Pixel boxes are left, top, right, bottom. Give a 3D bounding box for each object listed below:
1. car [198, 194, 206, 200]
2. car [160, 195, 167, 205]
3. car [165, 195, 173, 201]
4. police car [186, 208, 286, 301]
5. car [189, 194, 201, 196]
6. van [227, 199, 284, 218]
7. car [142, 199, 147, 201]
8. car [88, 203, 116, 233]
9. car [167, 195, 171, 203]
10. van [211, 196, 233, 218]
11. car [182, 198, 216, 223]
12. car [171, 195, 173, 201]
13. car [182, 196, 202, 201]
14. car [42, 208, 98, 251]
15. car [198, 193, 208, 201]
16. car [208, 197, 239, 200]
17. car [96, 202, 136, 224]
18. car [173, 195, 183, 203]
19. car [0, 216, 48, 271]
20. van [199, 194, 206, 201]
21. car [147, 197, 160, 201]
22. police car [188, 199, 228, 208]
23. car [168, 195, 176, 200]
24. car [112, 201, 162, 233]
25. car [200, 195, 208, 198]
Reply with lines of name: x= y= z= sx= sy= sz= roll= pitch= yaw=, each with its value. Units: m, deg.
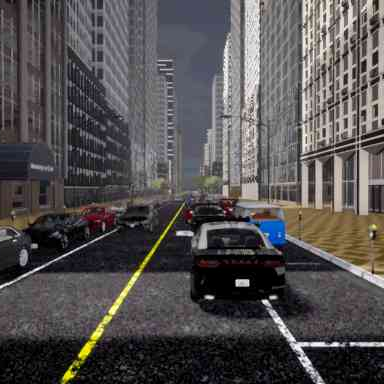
car: x=2.729 y=1.414 z=93.647 sx=1.967 sy=1.590 sz=4.097 roll=-1 pitch=0 yaw=0
car: x=-5.671 y=1.538 z=53.865 sx=2.008 sy=1.369 sz=4.403 roll=-1 pitch=0 yaw=0
car: x=-5.656 y=1.504 z=82.114 sx=1.752 sy=1.417 sz=4.829 roll=-1 pitch=0 yaw=0
police car: x=0.903 y=1.423 z=8.532 sx=1.930 sy=1.638 sz=5.238 roll=0 pitch=0 yaw=0
car: x=0.030 y=1.337 z=59.406 sx=2.097 sy=1.767 sz=4.553 roll=0 pitch=0 yaw=0
van: x=2.687 y=1.338 z=14.076 sx=1.690 sy=1.788 sz=3.998 roll=-1 pitch=0 yaw=0
car: x=-5.682 y=1.575 z=31.131 sx=1.802 sy=1.307 sz=4.206 roll=-1 pitch=0 yaw=0
car: x=-5.688 y=1.540 z=19.764 sx=1.887 sy=1.381 sz=4.507 roll=-1 pitch=0 yaw=0
car: x=-5.665 y=1.566 z=65.232 sx=1.802 sy=1.307 sz=4.206 roll=-1 pitch=0 yaw=0
van: x=2.696 y=1.334 z=31.127 sx=1.690 sy=1.788 sz=3.998 roll=-1 pitch=0 yaw=0
car: x=0.655 y=1.472 z=24.522 sx=1.882 sy=1.535 sz=5.008 roll=0 pitch=0 yaw=7
car: x=-5.663 y=1.422 z=70.916 sx=1.967 sy=1.590 sz=4.097 roll=-1 pitch=0 yaw=0
car: x=0.039 y=1.590 z=46.005 sx=1.895 sy=1.301 sz=4.718 roll=0 pitch=0 yaw=1
car: x=-5.691 y=1.563 z=14.080 sx=1.947 sy=1.339 sz=4.313 roll=-1 pitch=0 yaw=0
car: x=2.722 y=1.293 z=82.280 sx=2.192 sy=1.841 sz=5.009 roll=-1 pitch=0 yaw=0
car: x=2.693 y=1.309 z=25.443 sx=2.192 sy=1.841 sz=5.009 roll=-1 pitch=0 yaw=0
car: x=-5.686 y=1.545 z=25.447 sx=2.008 sy=1.369 sz=4.403 roll=-1 pitch=0 yaw=0
car: x=-2.963 y=1.583 z=71.114 sx=1.895 sy=1.301 sz=4.718 roll=0 pitch=0 yaw=0
car: x=-5.694 y=1.549 z=8.396 sx=2.008 sy=1.369 sz=4.403 roll=-1 pitch=0 yaw=0
van: x=2.725 y=1.317 z=87.963 sx=1.690 sy=1.788 sz=3.998 roll=-1 pitch=0 yaw=0
car: x=-5.677 y=1.541 z=42.498 sx=2.008 sy=1.369 sz=4.403 roll=-1 pitch=0 yaw=0
police car: x=0.909 y=1.421 z=18.533 sx=1.930 sy=1.638 sz=5.238 roll=0 pitch=0 yaw=0
car: x=-5.650 y=1.540 z=93.651 sx=1.947 sy=1.339 sz=4.313 roll=-1 pitch=0 yaw=0
car: x=-3.091 y=1.500 z=19.628 sx=1.837 sy=1.490 sz=4.892 roll=0 pitch=0 yaw=0
car: x=2.710 y=1.538 z=53.861 sx=2.008 sy=1.369 sz=4.403 roll=-1 pitch=0 yaw=0
